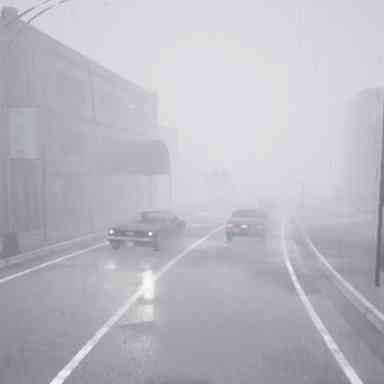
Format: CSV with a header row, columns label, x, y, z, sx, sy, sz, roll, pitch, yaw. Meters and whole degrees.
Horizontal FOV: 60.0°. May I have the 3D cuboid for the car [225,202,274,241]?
label,x,y,z,sx,sy,sz,roll,pitch,yaw
car,2.821,1.470,16.398,2.033,1.411,5.357,1,1,14

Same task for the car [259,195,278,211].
label,x,y,z,sx,sy,sz,roll,pitch,yaw
car,8.300,1.113,36.218,1.882,1.535,5.008,2,1,16

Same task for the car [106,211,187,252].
label,x,y,z,sx,sy,sz,roll,pitch,yaw
car,-1.647,1.468,13.561,1.895,1.301,4.718,1,1,13
